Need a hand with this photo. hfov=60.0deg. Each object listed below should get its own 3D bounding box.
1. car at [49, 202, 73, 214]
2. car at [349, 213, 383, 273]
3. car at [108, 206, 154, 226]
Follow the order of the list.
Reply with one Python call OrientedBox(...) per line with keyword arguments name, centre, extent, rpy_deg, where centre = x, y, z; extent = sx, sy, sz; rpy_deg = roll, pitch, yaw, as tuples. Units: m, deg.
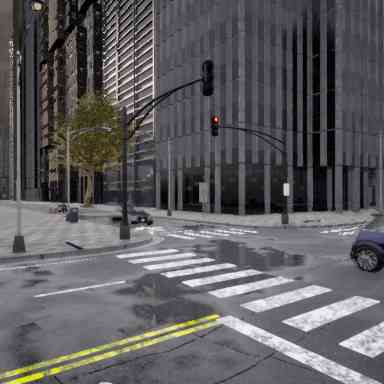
OrientedBox(name="car", centre=(-15.782, 1.909, 39.939), extent=(1.994, 1.385, 4.181), rpy_deg=(0, 0, -35))
OrientedBox(name="car", centre=(6.633, 1.350, 8.533), extent=(2.097, 1.767, 4.553), rpy_deg=(0, 0, -36))
OrientedBox(name="car", centre=(-4.454, 1.726, 23.983), extent=(1.994, 1.385, 4.181), rpy_deg=(0, 0, -35))
